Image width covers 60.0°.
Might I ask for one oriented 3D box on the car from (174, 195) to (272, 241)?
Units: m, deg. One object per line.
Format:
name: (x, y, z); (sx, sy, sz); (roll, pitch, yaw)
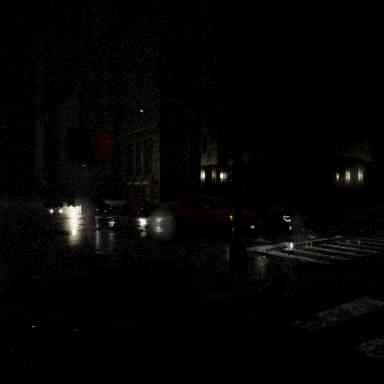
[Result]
car: (1.164, 1.215, 17.216); (2.150, 2.045, 5.566); (0, 0, -35)

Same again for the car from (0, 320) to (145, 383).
car: (-2.390, 1.526, 1.496); (4.674, 1.442, 1.812); (0, 0, -35)

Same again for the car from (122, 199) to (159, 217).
car: (-4.973, 1.458, 31.568); (1.882, 1.535, 5.008); (0, 0, -35)

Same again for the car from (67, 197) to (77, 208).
car: (-16.590, 1.464, 48.123); (1.882, 1.535, 5.008); (0, 0, -35)

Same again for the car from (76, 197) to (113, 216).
car: (-9.187, 1.491, 31.898); (1.837, 1.490, 4.892); (0, 0, -35)

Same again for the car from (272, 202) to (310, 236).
car: (4.266, 1.339, 18.673); (2.097, 1.767, 4.553); (0, 0, -38)

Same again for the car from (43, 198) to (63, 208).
car: (-19.584, 1.603, 46.738); (1.994, 1.385, 4.181); (0, 0, -35)
